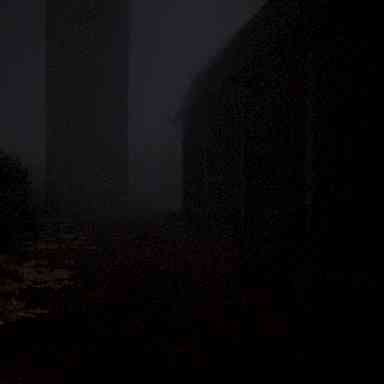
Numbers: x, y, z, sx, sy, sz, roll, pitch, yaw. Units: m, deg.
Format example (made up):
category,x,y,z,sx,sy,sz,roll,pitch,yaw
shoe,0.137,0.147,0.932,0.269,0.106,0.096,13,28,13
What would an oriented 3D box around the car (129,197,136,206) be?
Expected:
category,x,y,z,sx,sy,sz,roll,pitch,yaw
car,-9.163,1.410,48.877,1.994,1.381,4.181,0,0,-19
